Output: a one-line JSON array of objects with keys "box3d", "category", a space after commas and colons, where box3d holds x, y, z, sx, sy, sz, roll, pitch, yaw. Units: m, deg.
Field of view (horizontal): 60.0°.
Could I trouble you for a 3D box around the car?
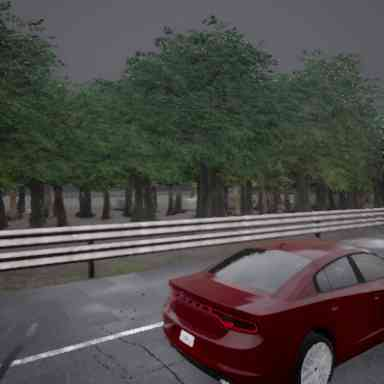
[{"box3d": [1.959, 1.470, 5.144, 5.008, 1.535, 1.882, 0, 0, -36], "category": "car"}]
